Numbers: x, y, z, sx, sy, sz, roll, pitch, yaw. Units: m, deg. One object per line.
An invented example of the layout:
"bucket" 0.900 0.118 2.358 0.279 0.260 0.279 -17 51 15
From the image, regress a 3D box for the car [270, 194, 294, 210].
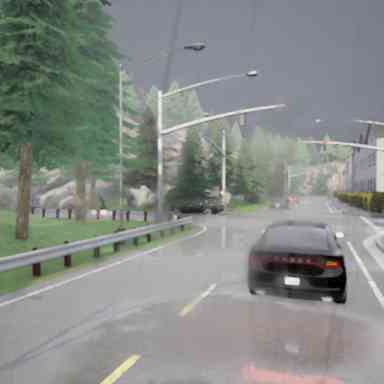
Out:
"car" 10.106 1.263 38.158 2.128 1.511 4.902 0 0 21

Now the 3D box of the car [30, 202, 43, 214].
"car" -16.195 1.416 31.510 4.181 1.385 1.994 0 0 20

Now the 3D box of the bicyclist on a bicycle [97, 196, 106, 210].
"bicyclist on a bicycle" -10.005 1.217 36.732 0.582 1.620 1.656 -2 6 20

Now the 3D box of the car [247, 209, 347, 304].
"car" 2.671 1.427 8.252 1.882 1.535 5.008 0 0 21

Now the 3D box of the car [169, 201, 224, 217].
"car" 0.380 1.441 29.603 4.718 1.301 1.895 0 0 21

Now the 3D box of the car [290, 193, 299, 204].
"car" 16.034 1.028 53.625 2.097 1.767 4.553 0 1 21
